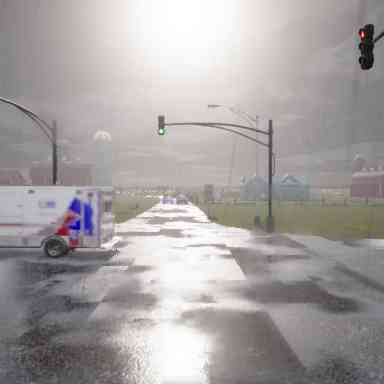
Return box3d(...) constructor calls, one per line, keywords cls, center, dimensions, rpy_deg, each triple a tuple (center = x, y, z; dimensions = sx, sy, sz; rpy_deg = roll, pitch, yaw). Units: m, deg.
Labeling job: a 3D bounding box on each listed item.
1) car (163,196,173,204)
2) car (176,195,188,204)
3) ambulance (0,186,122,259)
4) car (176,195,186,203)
box3d(cls="car", center=(-4.790, 1.556, 65.757), dimensions=(1.812, 1.442, 4.674), rpy_deg=(0, 0, -3))
box3d(cls="car", center=(-1.797, 1.622, 61.760), dimensions=(1.895, 1.301, 4.718), rpy_deg=(0, 0, -3))
box3d(cls="ambulance", center=(-5.938, 1.018, 12.138), dimensions=(6.366, 2.431, 2.351), rpy_deg=(1, 0, 0))
box3d(cls="car", center=(-2.423, 1.447, 71.743), dimensions=(1.837, 1.490, 4.892), rpy_deg=(0, 0, -4))
